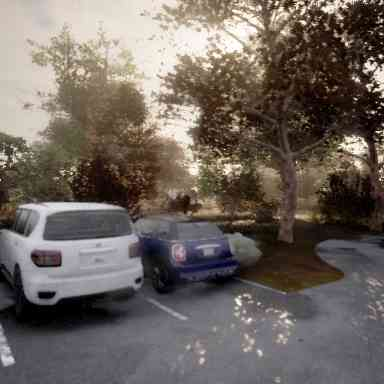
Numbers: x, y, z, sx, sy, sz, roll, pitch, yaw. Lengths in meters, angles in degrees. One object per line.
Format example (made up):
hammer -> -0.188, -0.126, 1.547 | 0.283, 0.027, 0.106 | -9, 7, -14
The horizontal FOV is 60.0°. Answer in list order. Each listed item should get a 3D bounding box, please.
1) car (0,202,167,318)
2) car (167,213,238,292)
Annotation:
car -> -3.144, 1.248, 7.852 | 2.435, 2.045, 5.566 | 1, 0, -36
car -> -0.843, 1.403, 9.419 | 2.185, 1.767, 4.553 | 1, 0, -35
